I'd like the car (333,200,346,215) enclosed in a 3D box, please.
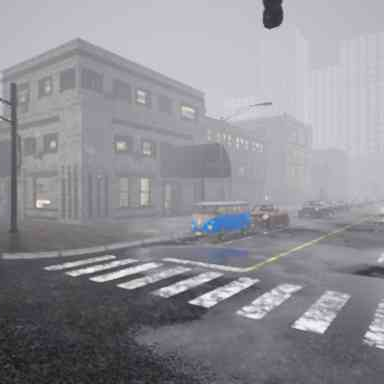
[{"bbox_3d":[14.275,1.587,34.818,2.008,1.369,4.403,0,0,35],"label":"car"}]

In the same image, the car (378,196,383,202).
[{"bbox_3d":[43.019,1.659,75.384,2.008,1.369,4.403,0,0,35],"label":"car"}]

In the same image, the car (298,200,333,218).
[{"bbox_3d":[11.082,1.471,30.313,1.967,1.590,4.097,0,0,35],"label":"car"}]

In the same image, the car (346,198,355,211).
[{"bbox_3d":[17.469,1.593,39.326,2.008,1.369,4.403,0,0,35],"label":"car"}]

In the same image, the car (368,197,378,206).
[{"bbox_3d":[30.244,1.622,57.356,2.008,1.369,4.403,0,0,35],"label":"car"}]

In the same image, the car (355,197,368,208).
[{"bbox_3d":[23.757,1.581,48.201,1.752,1.417,4.829,0,0,35],"label":"car"}]

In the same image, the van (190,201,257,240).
[{"bbox_3d":[1.500,1.363,16.791,1.690,1.788,3.998,0,0,35],"label":"van"}]

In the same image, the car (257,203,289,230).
[{"bbox_3d":[4.694,1.464,21.297,1.967,1.590,4.097,0,0,35],"label":"car"}]
